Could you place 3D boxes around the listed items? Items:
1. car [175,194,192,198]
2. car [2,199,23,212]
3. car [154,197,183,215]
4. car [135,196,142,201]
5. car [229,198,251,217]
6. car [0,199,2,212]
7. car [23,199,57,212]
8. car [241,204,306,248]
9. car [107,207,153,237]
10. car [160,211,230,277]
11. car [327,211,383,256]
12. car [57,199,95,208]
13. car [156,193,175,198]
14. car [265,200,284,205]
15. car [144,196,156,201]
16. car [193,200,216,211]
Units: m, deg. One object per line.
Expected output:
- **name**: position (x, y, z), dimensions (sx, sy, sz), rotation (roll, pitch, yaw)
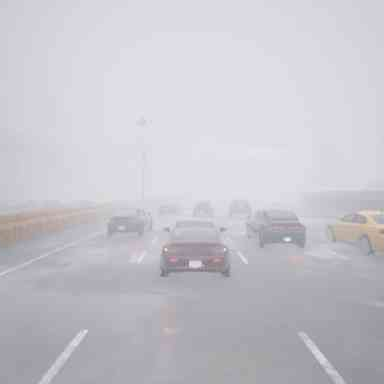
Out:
- **car**: position (-1.554, 1.470, 76.394), dimensions (1.837, 1.490, 4.892), rotation (0, 0, 23)
- **car**: position (-19.334, 1.536, 38.896), dimensions (1.882, 1.535, 5.008), rotation (0, 0, 8)
- **car**: position (-2.199, 1.576, 33.724), dimensions (1.812, 1.442, 4.674), rotation (0, 0, 7)
- **car**: position (-11.769, 1.612, 79.231), dimensions (2.128, 1.511, 4.902), rotation (0, 0, 23)
- **car**: position (4.703, 1.400, 32.493), dimensions (2.097, 1.767, 4.553), rotation (0, 0, 7)
- **car**: position (-22.699, 1.586, 40.030), dimensions (1.812, 1.442, 4.674), rotation (0, 0, 9)
- **car**: position (-16.074, 1.561, 36.851), dimensions (1.837, 1.490, 4.892), rotation (0, 0, 8)
- **car**: position (3.616, 1.527, 14.964), dimensions (1.837, 1.490, 4.892), rotation (0, 0, 0)
- **car**: position (-3.319, 1.553, 18.267), dimensions (1.812, 1.442, 4.674), rotation (0, 0, 1)
- **car**: position (0.091, 1.541, 10.216), dimensions (1.812, 1.442, 4.674), rotation (0, 0, 0)
- **car**: position (7.107, 1.497, 13.294), dimensions (1.882, 1.535, 5.008), rotation (0, 0, 0)
- **car**: position (-12.500, 1.547, 37.211), dimensions (2.128, 1.511, 4.902), rotation (0, 0, 8)
- **car**: position (-5.412, 1.324, 76.297), dimensions (2.150, 2.045, 5.566), rotation (0, 0, 23)
- **car**: position (8.379, 1.575, 33.776), dimensions (1.812, 1.442, 4.674), rotation (0, 0, 8)
- **car**: position (-8.585, 1.632, 77.777), dimensions (2.033, 1.411, 5.357), rotation (0, 0, 23)
- **car**: position (1.214, 1.553, 32.830), dimensions (1.837, 1.490, 4.892), rotation (0, 0, 7)
